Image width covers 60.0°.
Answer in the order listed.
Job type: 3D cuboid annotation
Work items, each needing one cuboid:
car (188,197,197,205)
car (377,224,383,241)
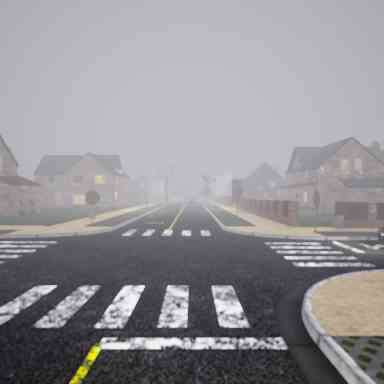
[{"bbox_3d":[0.070,1.789,65.969,2.033,1.411,5.357,0,0,0],"label":"car"},{"bbox_3d":[10.485,1.574,14.074,4.892,1.490,1.837,0,0,0],"label":"car"}]
